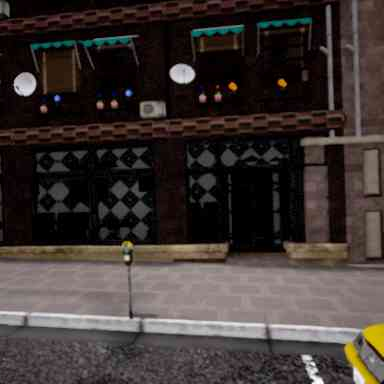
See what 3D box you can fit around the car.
[{"bbox_3d":[4.010,1.508,2.923,4.829,1.417,1.752,0,-1,8],"label":"car"}]
